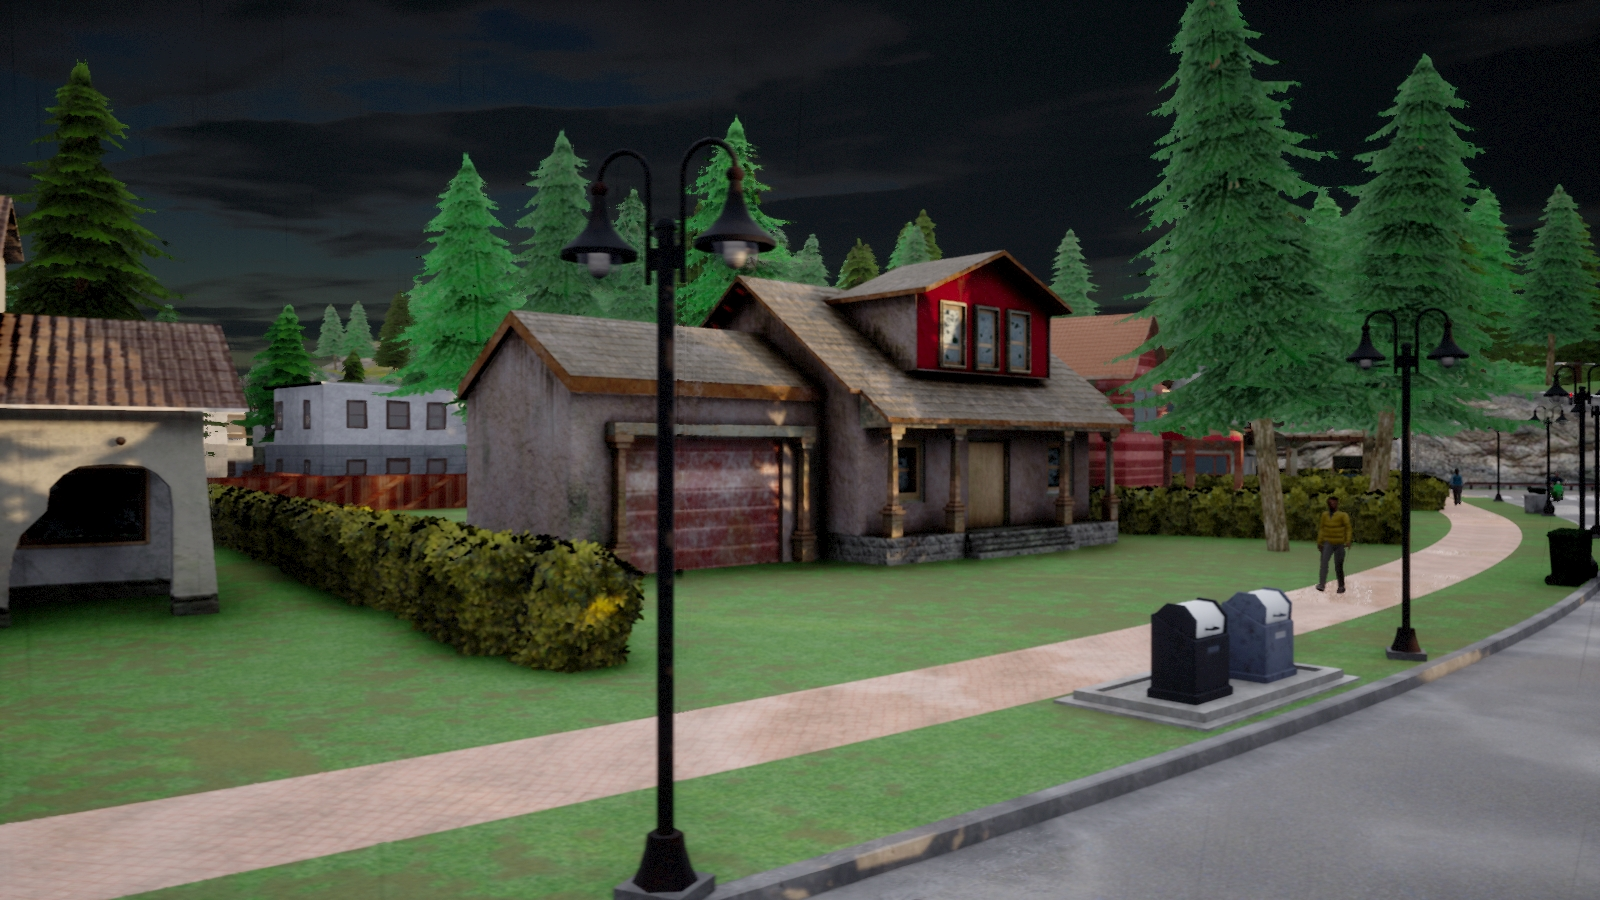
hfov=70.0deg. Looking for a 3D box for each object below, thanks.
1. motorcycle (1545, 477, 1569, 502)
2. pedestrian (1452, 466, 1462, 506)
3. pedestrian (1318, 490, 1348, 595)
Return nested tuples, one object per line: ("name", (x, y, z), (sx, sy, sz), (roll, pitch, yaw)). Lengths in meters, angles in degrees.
("motorcycle", (41.197, 2.138, 62.180), (0.856, 1.334, 1.805), (1, 0, 27))
("pedestrian", (30.908, 1.695, 53.754), (0.375, 1.860, 0.375), (0, 0, 23))
("pedestrian", (9.684, 1.674, 20.770), (0.375, 1.860, 0.375), (0, 0, -41))
